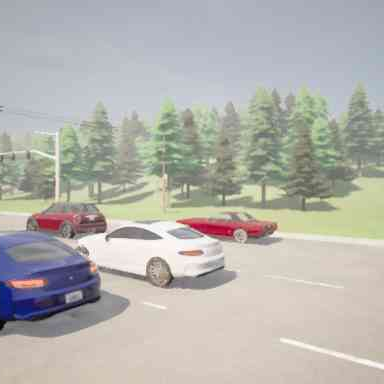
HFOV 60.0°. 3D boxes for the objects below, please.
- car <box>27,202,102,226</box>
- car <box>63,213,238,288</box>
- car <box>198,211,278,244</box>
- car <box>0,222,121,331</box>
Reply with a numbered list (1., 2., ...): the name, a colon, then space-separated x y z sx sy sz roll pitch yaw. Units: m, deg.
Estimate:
1. car: -6.541 1.306 17.204 4.553 1.767 2.097 0 0 35
2. car: -1.310 1.506 9.202 4.674 1.442 1.812 0 0 35
3. car: 1.491 1.575 15.802 4.718 1.301 1.895 0 0 35
4. car: -3.764 1.505 6.651 4.674 1.442 1.812 0 0 35
